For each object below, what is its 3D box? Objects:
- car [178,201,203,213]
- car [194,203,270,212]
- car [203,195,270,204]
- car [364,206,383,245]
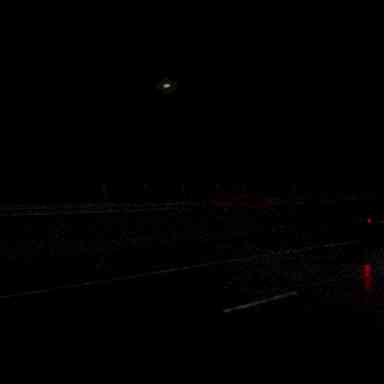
[{"bbox_3d":[0.995,1.569,29.782,4.902,1.511,2.128,0,0,-33],"label":"car"},{"bbox_3d":[2.806,1.642,22.599,4.718,1.301,1.895,0,0,-33],"label":"car"},{"bbox_3d":[4.038,1.266,27.602,5.566,2.045,2.150,0,0,-33],"label":"car"},{"bbox_3d":[9.401,1.311,14.139,4.553,1.767,2.097,0,0,-33],"label":"car"}]
